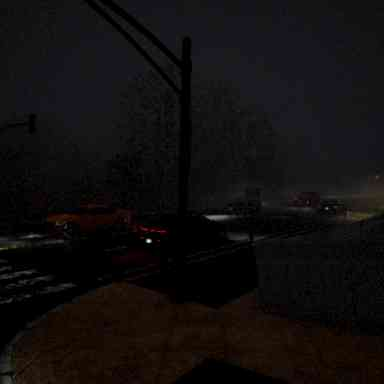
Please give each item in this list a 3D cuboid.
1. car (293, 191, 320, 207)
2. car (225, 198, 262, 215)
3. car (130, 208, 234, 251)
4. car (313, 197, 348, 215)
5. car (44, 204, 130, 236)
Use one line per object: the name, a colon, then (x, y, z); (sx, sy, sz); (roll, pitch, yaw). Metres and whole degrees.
car: (15.997, 0.872, 46.133); (2.150, 2.045, 5.566); (2, 2, 39)
car: (5.100, 1.314, 32.650); (2.128, 1.511, 4.902); (2, 2, 39)
car: (-0.253, 1.703, 15.384); (1.837, 1.490, 4.892); (2, 2, 39)
car: (14.176, 1.518, 33.457); (1.994, 1.385, 4.181); (2, 2, 39)
car: (-5.816, 1.476, 18.993); (1.882, 1.535, 5.008); (2, 2, 40)
